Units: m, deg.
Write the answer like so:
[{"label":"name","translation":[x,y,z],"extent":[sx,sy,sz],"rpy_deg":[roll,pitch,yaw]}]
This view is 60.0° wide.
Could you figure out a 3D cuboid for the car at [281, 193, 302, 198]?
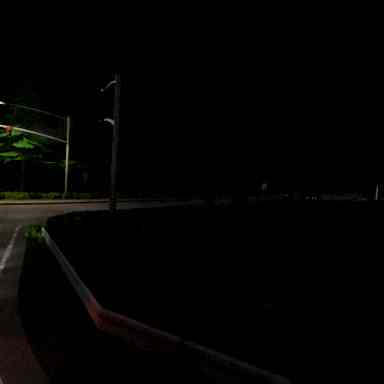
[{"label":"car","translation":[15.680,0.708,52.120],"extent":[2.128,1.511,4.902],"rpy_deg":[5,3,37]}]

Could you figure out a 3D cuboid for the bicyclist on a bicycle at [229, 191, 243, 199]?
[{"label":"bicyclist on a bicycle","translation":[4.409,0.696,31.869],"extent":[1.656,1.620,0.582],"rpy_deg":[41,22,28]}]

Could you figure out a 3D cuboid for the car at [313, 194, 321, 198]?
[{"label":"car","translation":[21.928,0.696,60.347],"extent":[1.837,1.490,4.892],"rpy_deg":[5,3,37]}]
